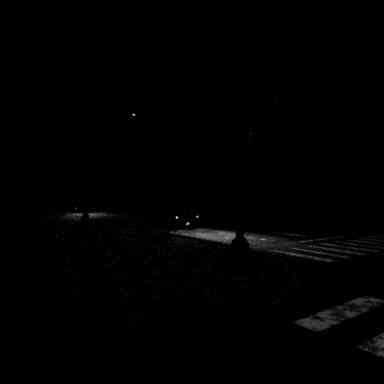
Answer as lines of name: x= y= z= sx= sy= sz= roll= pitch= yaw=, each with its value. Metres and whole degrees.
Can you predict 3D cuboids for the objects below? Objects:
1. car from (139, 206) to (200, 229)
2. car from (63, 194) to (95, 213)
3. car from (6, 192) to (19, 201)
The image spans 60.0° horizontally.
car: x=-1.527 y=1.551 z=21.282 sx=1.895 sy=1.301 sz=4.718 roll=1 pitch=0 yaw=-36
car: x=-12.613 y=1.214 z=36.715 sx=2.150 sy=2.045 sz=5.566 roll=1 pitch=0 yaw=-36
car: x=-41.898 y=1.135 z=77.470 sx=2.150 sy=2.045 sz=5.566 roll=1 pitch=-1 yaw=-36
